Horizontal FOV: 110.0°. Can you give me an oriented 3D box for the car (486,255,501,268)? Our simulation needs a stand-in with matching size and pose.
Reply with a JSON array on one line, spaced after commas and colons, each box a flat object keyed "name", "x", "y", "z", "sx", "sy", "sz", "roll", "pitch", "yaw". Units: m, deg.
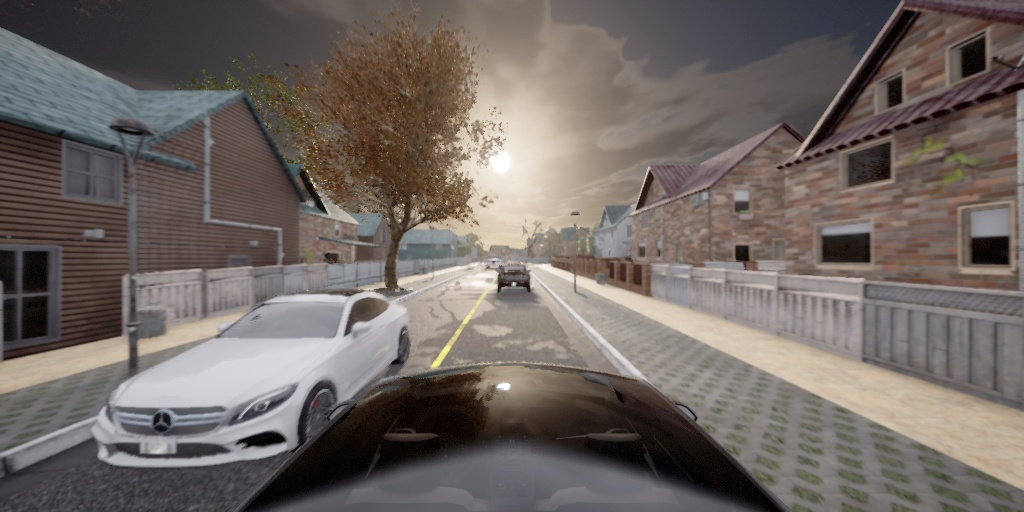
[{"name": "car", "x": -2.751, "y": 0.809, "z": 55.381, "sx": 2.150, "sy": 2.045, "sz": 5.566, "roll": 0, "pitch": 0, "yaw": 0}]

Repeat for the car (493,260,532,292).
[{"name": "car", "x": 0.098, "y": 1.152, "z": 20.578, "sx": 1.837, "sy": 1.490, "sz": 4.892, "roll": 0, "pitch": 0, "yaw": 0}]

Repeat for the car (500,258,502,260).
[{"name": "car", "x": 0.098, "y": 1.153, "z": 35.711, "sx": 2.033, "sy": 1.411, "sz": 5.357, "roll": 0, "pitch": 0, "yaw": 0}]

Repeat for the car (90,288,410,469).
[{"name": "car", "x": -2.850, "y": 1.254, "z": 5.215, "sx": 1.812, "sy": 1.442, "sz": 4.674, "roll": 0, "pitch": 0, "yaw": 0}]
